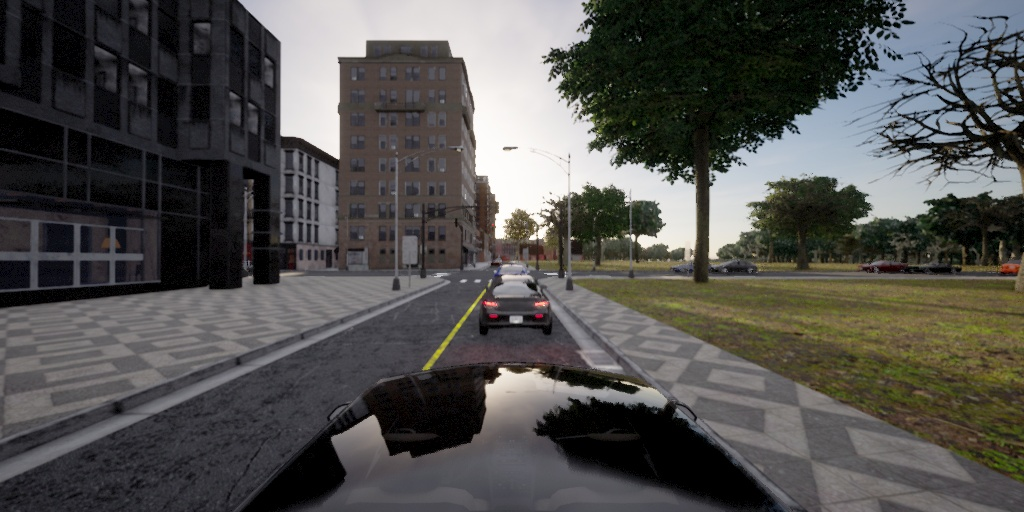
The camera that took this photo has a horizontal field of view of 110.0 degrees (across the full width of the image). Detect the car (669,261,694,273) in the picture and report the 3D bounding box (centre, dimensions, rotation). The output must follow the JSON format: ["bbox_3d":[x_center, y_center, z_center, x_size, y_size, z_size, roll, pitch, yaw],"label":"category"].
[{"bbox_3d":[22.126,1.344,43.673,5.357,1.411,2.033,0,-1,0],"label":"car"}]

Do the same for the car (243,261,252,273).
[{"bbox_3d":[-27.553,1.029,33.490,4.553,1.767,2.097,0,-1,0],"label":"car"}]

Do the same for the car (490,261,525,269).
[{"bbox_3d":[-0.014,1.213,19.785,1.882,1.535,5.008,0,0,0],"label":"car"}]

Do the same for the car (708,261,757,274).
[{"bbox_3d":[24.890,1.274,40.434,4.892,1.490,1.837,0,-1,0],"label":"car"}]

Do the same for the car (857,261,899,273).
[{"bbox_3d":[45.098,1.312,43.713,5.008,1.535,1.882,0,-1,0],"label":"car"}]

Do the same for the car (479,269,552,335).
[{"bbox_3d":[0.075,1.266,10.396,1.812,1.442,4.674,0,0,-1],"label":"car"}]

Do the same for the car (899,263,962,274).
[{"bbox_3d":[47.357,1.409,40.448,4.718,1.301,1.895,0,-1,0],"label":"car"}]
